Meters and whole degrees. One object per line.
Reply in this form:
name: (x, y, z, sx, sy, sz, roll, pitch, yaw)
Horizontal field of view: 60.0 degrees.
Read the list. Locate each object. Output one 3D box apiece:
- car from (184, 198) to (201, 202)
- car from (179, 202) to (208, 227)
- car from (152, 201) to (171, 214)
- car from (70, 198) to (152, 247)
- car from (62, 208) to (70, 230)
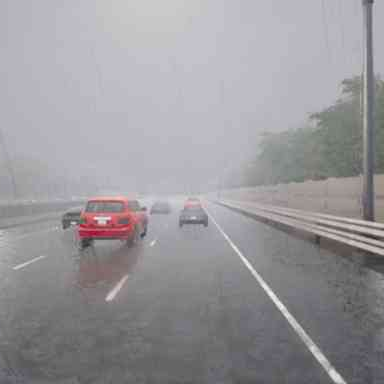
car: (0.109, 1.523, 41.789, 2.097, 1.767, 4.553, 0, 0, 0)
car: (0.105, 1.646, 23.675, 1.994, 1.385, 4.181, 0, 0, 0)
car: (-3.392, 1.710, 36.689, 1.994, 1.385, 4.181, 0, 0, 0)
car: (-3.397, 1.263, 15.270, 2.150, 2.045, 5.566, 0, 0, 0)
car: (-6.896, 1.578, 21.780, 1.837, 1.490, 4.892, 0, 0, 0)
